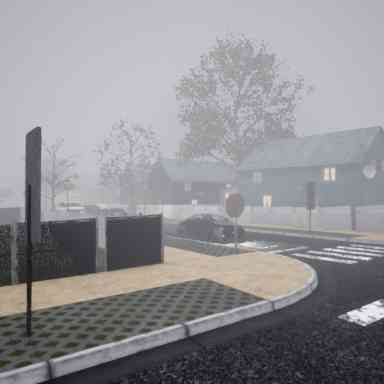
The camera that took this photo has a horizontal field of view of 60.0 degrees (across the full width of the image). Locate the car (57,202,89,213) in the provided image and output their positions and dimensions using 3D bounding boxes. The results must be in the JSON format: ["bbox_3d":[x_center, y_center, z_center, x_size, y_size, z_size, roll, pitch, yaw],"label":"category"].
[{"bbox_3d":[-14.612,2.182,40.081,2.150,2.045,5.566,1,-2,-35],"label":"car"}]

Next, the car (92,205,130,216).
[{"bbox_3d":[-6.710,2.128,28.873,1.837,1.490,4.892,1,-2,-35],"label":"car"}]

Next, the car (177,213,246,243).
[{"bbox_3d":[0.960,1.864,18.032,1.994,1.385,4.181,1,-2,-35],"label":"car"}]

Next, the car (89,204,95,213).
[{"bbox_3d":[-13.635,2.395,43.744,2.097,1.767,4.553,1,-2,-35],"label":"car"}]
